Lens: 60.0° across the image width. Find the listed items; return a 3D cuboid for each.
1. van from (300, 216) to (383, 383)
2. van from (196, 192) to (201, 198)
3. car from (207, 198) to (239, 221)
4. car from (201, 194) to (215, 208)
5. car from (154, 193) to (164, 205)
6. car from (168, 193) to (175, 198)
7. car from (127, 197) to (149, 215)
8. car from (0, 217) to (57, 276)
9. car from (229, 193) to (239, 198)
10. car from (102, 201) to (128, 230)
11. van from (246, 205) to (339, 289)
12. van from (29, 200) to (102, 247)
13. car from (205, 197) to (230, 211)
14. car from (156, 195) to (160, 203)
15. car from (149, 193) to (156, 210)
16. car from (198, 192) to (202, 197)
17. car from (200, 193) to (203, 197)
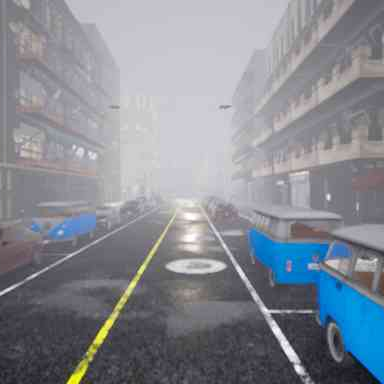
[{"bbox_3d":[2.552,1.321,3.131,1.690,1.788,3.998,0,0,0],"label":"van"},{"bbox_3d":[2.108,0.835,91.520,1.690,1.788,3.998,0,0,0],"label":"van"},{"bbox_3d":[2.441,1.408,25.509,1.887,1.381,4.507,0,0,0],"label":"car"},{"bbox_3d":[2.384,1.243,36.696,1.967,1.590,4.097,0,0,0],"label":"car"},{"bbox_3d":[-5.581,1.036,53.439,2.192,1.841,5.009,0,0,0],"label":"car"},{"bbox_3d":[-5.739,1.085,91.644,1.802,1.307,4.206,0,0,0],"label":"car"},{"bbox_3d":[-5.468,1.410,31.064,1.947,1.339,4.313,0,0,0],"label":"car"},{"bbox_3d":[-5.355,1.543,8.687,1.802,1.307,4.206,0,0,0],"label":"car"},{"bbox_3d":[10.489,0.955,72.718,4.892,1.490,1.837,-1,0,-1],"label":"car"},{"bbox_3d":[-5.412,1.454,19.875,2.008,1.369,4.403,0,0,0],"label":"car"},{"bbox_3d":[2.524,1.292,8.726,1.690,1.788,3.998,0,0,0],"label":"van"},{"bbox_3d":[-5.384,1.274,14.280,1.690,1.788,3.998,0,0,0],"label":"van"},{"bbox_3d":[2.413,1.415,31.103,1.802,1.307,4.206,0,0,0],"label":"car"},{"bbox_3d":[-5.524,1.365,42.252,1.802,1.307,4.206,0,0,0],"label":"car"},{"bbox_3d":[-5.496,1.254,36.657,1.967,1.590,4.097,0,0,0],"label":"car"},{"bbox_3d":[2.328,1.182,47.885,1.967,1.590,4.097,0,0,0],"label":"car"},{"bbox_3d":[2.356,1.213,42.291,1.967,1.590,4.097,0,0,0],"label":"car"}]
